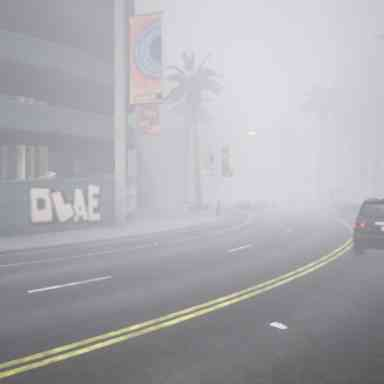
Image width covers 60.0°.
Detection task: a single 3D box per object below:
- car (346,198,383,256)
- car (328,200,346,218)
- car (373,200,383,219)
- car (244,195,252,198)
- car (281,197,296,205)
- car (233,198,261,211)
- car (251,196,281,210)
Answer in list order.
[{"bbox_3d":[7.576,1.236,12.551,2.150,2.045,5.566,0,0,35],"label":"car"},{"bbox_3d":[14.191,1.562,30.990,1.837,1.490,4.892,0,0,7],"label":"car"},{"bbox_3d":[17.324,1.508,28.382,1.882,1.535,5.008,0,0,10],"label":"car"},{"bbox_3d":[15.931,1.660,93.986,2.185,1.767,4.553,0,0,-5],"label":"car"},{"bbox_3d":[18.654,1.653,64.737,2.231,1.521,4.892,0,0,-5],"label":"car"},{"bbox_3d":[6.953,1.743,42.926,1.895,1.301,4.718,0,0,-5],"label":"car"},{"bbox_3d":[10.168,1.632,46.354,2.128,1.511,4.902,0,0,-5],"label":"car"}]
